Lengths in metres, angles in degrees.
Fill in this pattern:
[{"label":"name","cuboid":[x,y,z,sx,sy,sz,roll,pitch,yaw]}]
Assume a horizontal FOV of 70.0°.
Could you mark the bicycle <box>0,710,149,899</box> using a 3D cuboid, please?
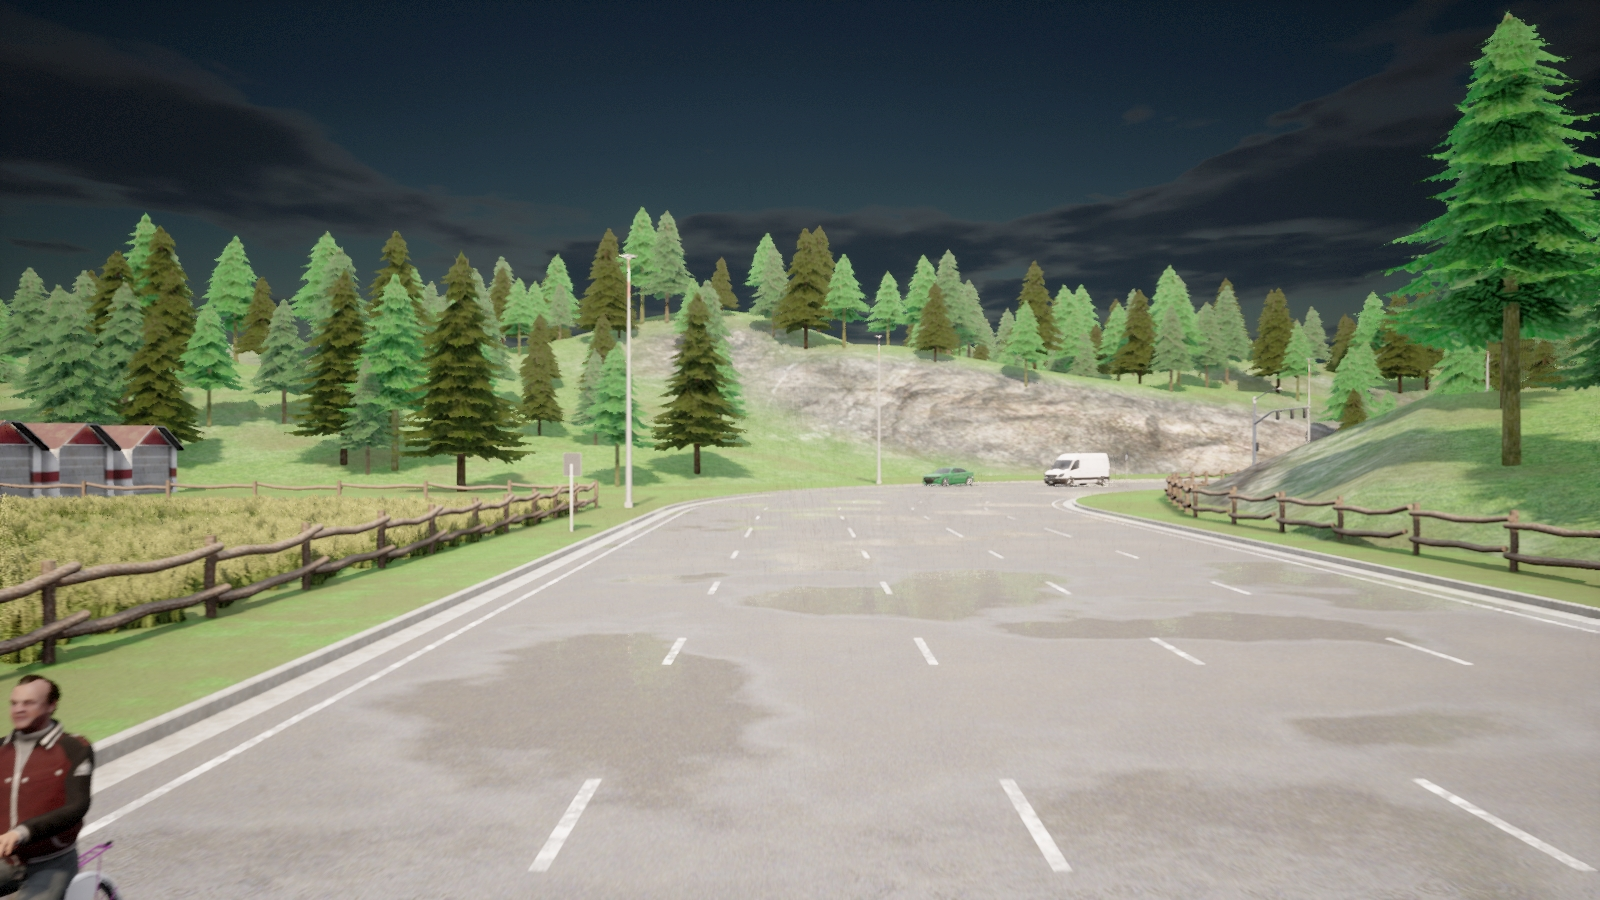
[{"label":"bicycle","cuboid":[-3.492,2.060,4.922,0.329,1.471,1.835,0,0,0]}]
